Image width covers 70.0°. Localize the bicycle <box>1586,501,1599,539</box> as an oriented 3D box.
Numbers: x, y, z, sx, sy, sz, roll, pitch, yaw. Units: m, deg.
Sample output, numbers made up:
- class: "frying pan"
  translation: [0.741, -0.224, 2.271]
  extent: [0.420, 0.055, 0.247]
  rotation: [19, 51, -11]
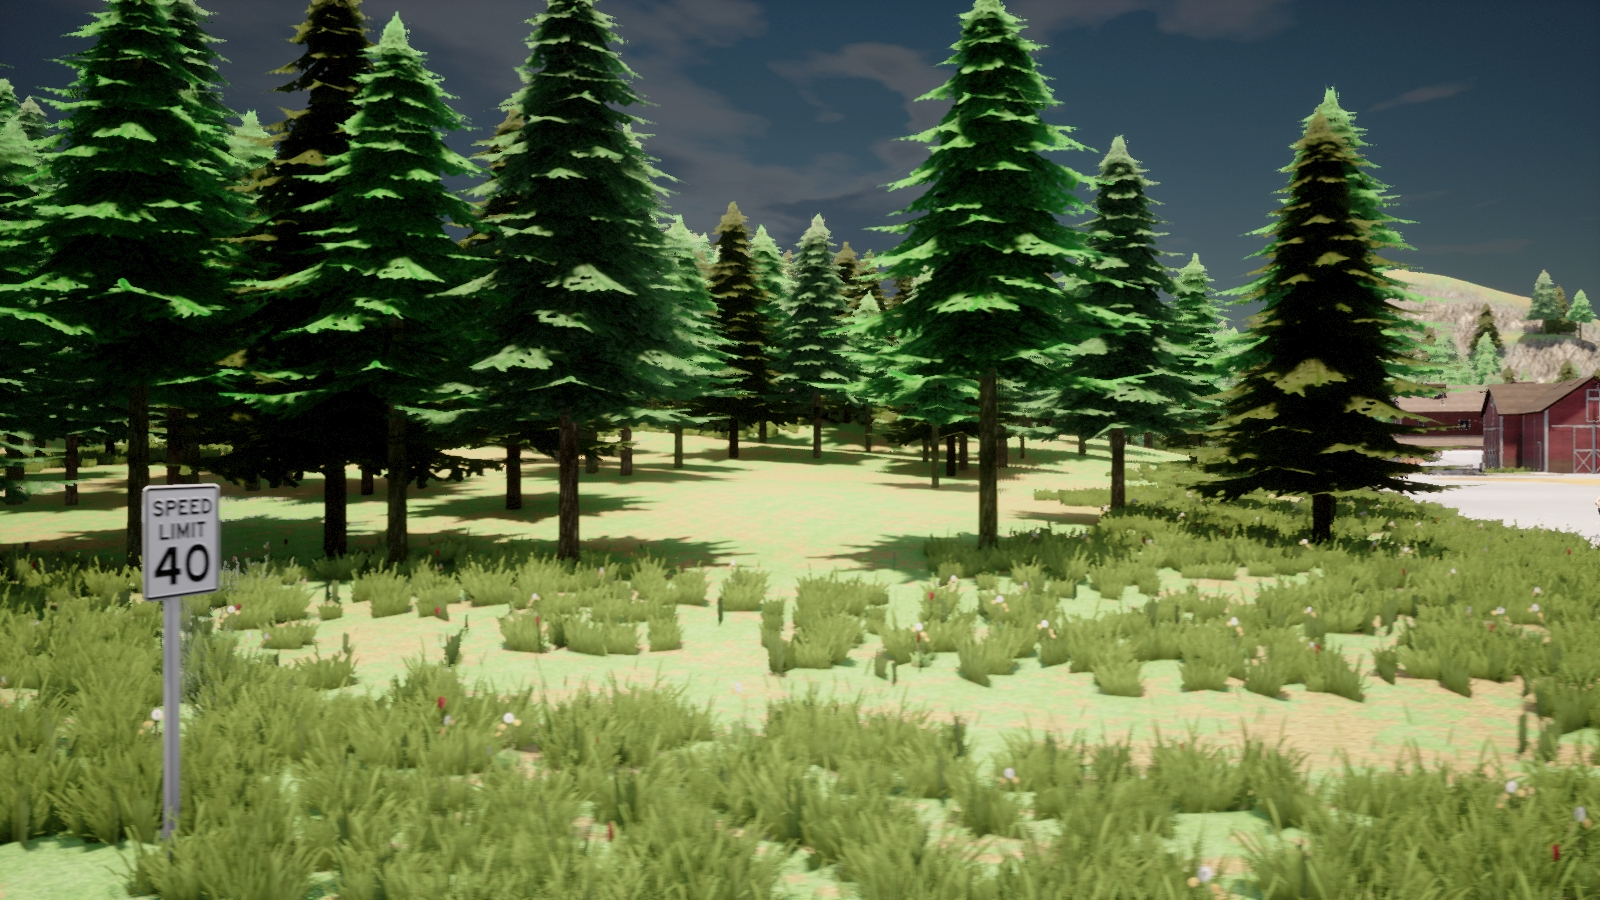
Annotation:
- class: "bicycle"
  translation: [24.451, 2.110, 34.509]
  extent: [0.859, 1.080, 1.487]
  rotation: [0, 0, 21]
